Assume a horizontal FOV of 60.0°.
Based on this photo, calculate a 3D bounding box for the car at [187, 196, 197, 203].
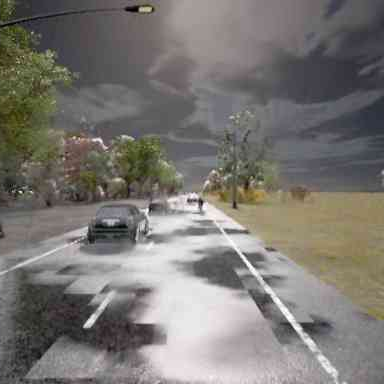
[{"bbox_3d":[0.026,1.509,68.752,1.994,1.385,4.181,0,0,1],"label":"car"}]

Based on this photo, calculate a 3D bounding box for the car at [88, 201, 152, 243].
[{"bbox_3d":[-3.402,1.339,16.054,2.097,1.767,4.553,0,0,0],"label":"car"}]

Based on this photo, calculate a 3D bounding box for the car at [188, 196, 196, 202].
[{"bbox_3d":[-0.003,1.533,78.371,1.895,1.301,4.718,0,0,0],"label":"car"}]

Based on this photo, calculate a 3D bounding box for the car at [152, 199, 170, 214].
[{"bbox_3d":[-3.403,1.449,35.132,1.882,1.535,5.008,0,0,0],"label":"car"}]

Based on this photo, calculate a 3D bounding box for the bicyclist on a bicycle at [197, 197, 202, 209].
[{"bbox_3d":[0.962,1.418,43.271,0.582,1.620,1.656,0,0,0],"label":"bicyclist on a bicycle"}]

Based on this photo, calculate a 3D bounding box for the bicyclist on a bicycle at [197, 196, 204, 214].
[{"bbox_3d":[0.963,1.343,34.484,0.659,1.776,1.843,0,0,0],"label":"bicyclist on a bicycle"}]
